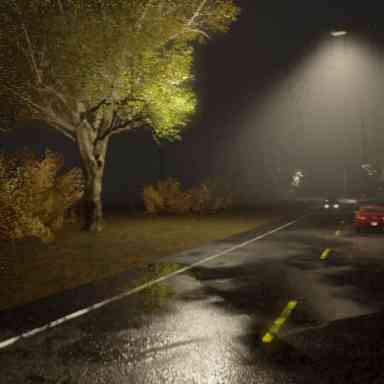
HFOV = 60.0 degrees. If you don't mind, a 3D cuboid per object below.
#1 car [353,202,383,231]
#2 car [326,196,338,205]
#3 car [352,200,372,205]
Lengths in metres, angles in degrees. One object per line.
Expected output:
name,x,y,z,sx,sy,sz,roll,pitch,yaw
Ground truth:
car,11.042,1.578,20.348,1.812,1.442,4.674,-1,0,27
car,26.112,1.500,62.074,2.097,1.767,4.553,-1,0,22
car,17.926,1.589,34.620,1.837,1.490,4.892,-1,0,25
